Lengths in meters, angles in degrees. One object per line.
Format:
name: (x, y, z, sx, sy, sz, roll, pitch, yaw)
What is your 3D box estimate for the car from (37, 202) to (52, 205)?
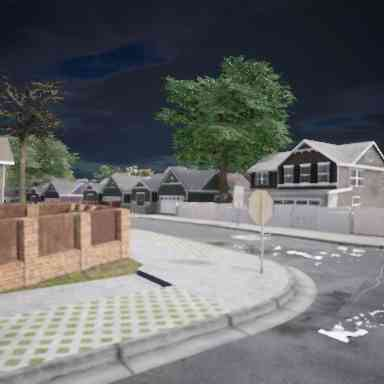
car: (-20.373, 2.195, 46.339, 1.882, 1.535, 5.008, 2, -3, -42)
